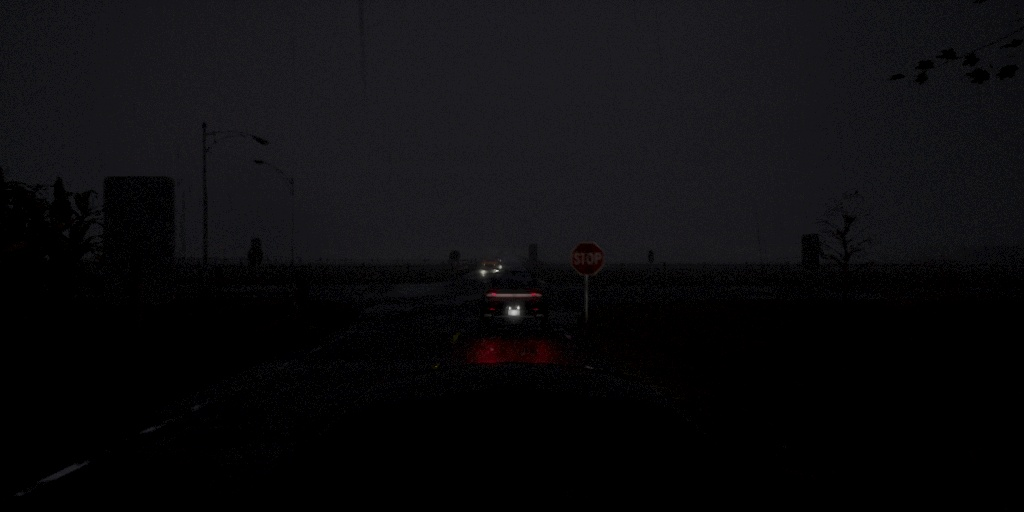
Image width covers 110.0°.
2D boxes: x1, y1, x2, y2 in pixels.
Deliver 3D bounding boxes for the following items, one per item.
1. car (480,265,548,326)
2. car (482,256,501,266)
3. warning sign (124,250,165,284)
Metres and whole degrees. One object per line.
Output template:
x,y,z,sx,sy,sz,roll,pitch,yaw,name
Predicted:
0.068,1.212,11.531,2.128,1.511,4.902,0,0,0,car
-2.839,1.034,47.045,1.882,1.535,5.008,0,0,0,car
-24.170,0.700,23.598,1.060,1.860,1.300,0,0,0,warning sign
